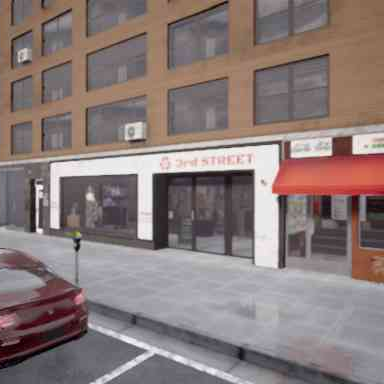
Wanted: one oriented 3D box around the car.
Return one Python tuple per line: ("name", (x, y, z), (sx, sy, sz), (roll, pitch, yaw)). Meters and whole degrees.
("car", (-3.361, 1.559, 5.211), (4.206, 1.307, 1.802), (0, 0, 36))
